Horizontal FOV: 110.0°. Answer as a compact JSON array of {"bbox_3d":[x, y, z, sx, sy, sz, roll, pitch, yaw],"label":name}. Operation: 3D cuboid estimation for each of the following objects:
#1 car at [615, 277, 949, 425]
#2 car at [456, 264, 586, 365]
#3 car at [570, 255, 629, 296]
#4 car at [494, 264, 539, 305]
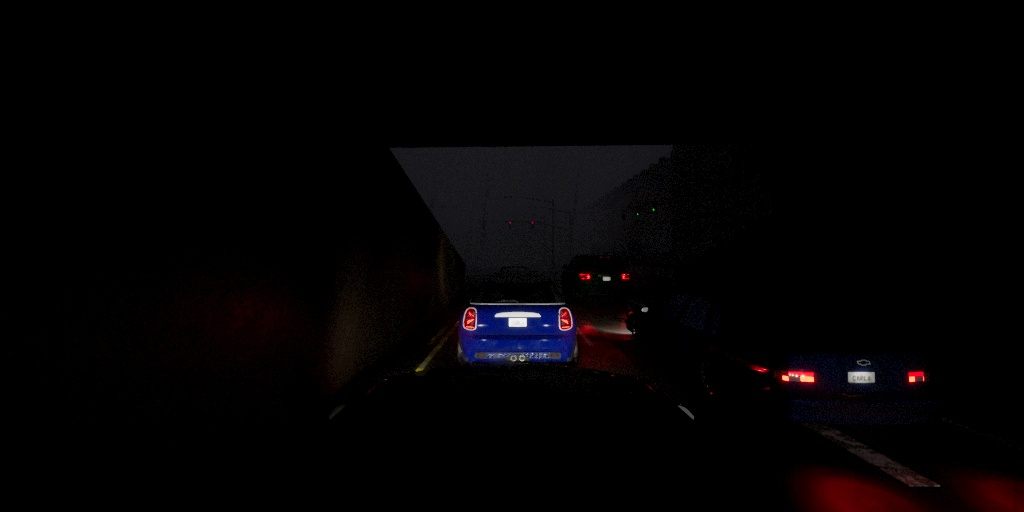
[{"bbox_3d":[3.611,1.297,6.208,2.033,1.411,5.357,0,0,0],"label":"car"},{"bbox_3d":[0.107,1.102,7.979,2.097,1.767,4.553,0,0,0],"label":"car"},{"bbox_3d":[3.646,0.971,16.454,2.150,2.045,5.566,0,0,0],"label":"car"},{"bbox_3d":[0.133,1.228,17.262,1.882,1.535,5.008,0,0,-1],"label":"car"}]
